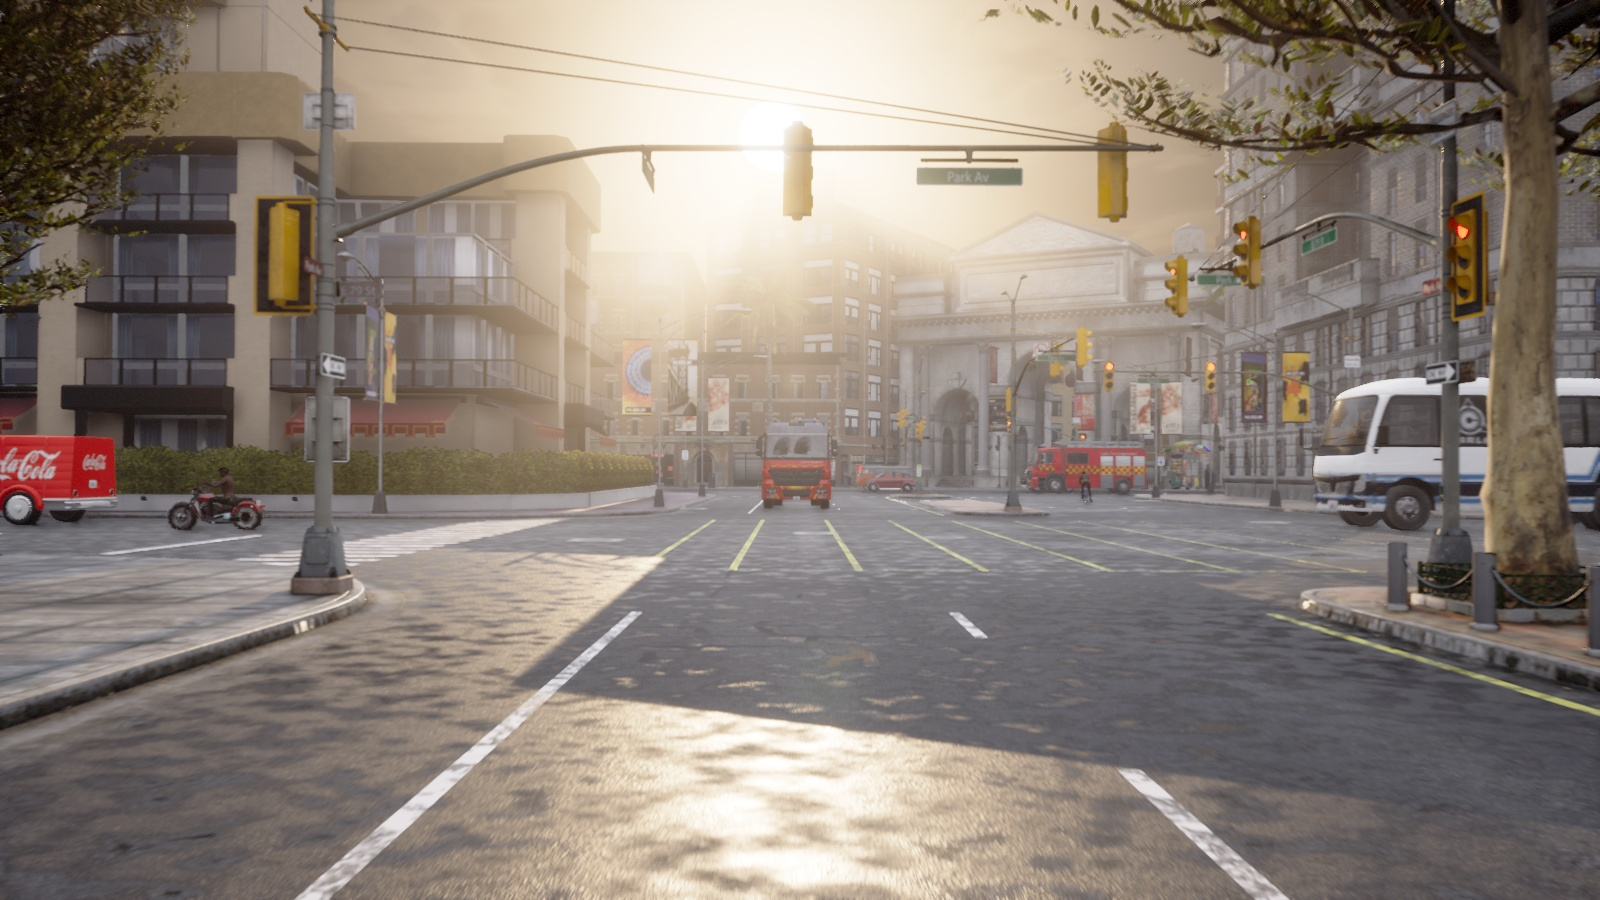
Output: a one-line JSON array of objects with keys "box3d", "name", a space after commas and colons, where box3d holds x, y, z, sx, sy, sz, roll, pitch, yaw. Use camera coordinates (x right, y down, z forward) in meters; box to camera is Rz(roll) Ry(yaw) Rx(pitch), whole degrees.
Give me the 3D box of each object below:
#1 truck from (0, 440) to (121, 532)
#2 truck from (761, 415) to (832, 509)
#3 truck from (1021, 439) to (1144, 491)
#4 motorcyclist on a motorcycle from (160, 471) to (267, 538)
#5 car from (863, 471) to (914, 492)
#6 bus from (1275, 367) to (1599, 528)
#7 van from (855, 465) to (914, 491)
[{"box3d": [-22.308, 1.005, 35.102, 5.204, 2.467, 2.627, 0, -1, 0], "name": "truck"}, {"box3d": [-0.141, 0.580, 55.520, 2.891, 3.827, 8.468, 0, -1, 0], "name": "truck"}, {"box3d": [20.953, 1.130, 93.462, 8.468, 3.827, 2.891, 0, -1, 0], "name": "truck"}, {"box3d": [-14.769, 1.354, 31.656, 2.350, 1.649, 0.766, 0, -1, 0], "name": "motorcyclist on a motorcycle"}, {"box3d": [6.594, 2.333, 93.552, 3.705, 1.549, 1.789, 0, -1, 0], "name": "car"}, {"box3d": [19.317, -0.046, 35.454, 10.273, 4.253, 3.944, 0, -1, 0], "name": "bus"}, {"box3d": [6.498, 2.166, 97.056, 4.442, 1.987, 1.775, 0, -1, 0], "name": "van"}]
